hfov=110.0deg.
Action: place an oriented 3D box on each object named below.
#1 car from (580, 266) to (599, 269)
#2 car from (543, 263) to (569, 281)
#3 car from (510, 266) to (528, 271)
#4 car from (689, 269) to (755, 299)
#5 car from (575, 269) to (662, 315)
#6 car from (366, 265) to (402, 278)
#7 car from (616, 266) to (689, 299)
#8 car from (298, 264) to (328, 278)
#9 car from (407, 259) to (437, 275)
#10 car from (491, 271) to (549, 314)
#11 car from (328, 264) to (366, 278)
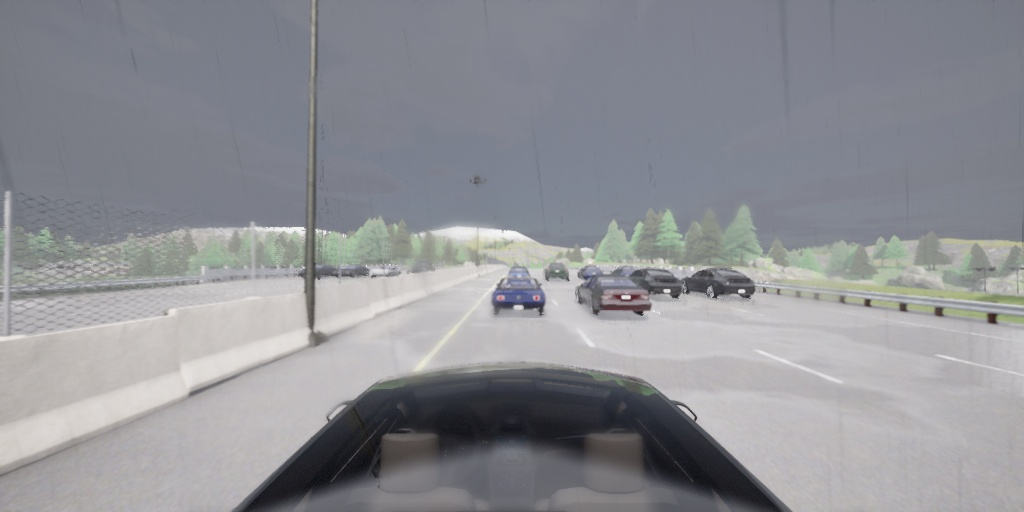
[{"bbox_3d":[7.673,1.633,35.194,1.994,1.385,4.181,0,-1,1],"label":"car"},{"bbox_3d":[4.157,1.409,34.378,2.097,1.767,4.553,0,-1,1],"label":"car"},{"bbox_3d":[0.551,1.552,29.236,2.033,1.411,5.357,0,0,1],"label":"car"},{"bbox_3d":[10.885,1.434,19.344,1.837,1.490,4.892,0,-1,1],"label":"car"},{"bbox_3d":[3.781,1.419,14.206,2.033,1.411,5.357,0,0,1],"label":"car"},{"bbox_3d":[-13.460,1.670,38.545,1.895,1.301,4.718,0,-1,1],"label":"car"},{"bbox_3d":[7.385,1.429,19.384,1.837,1.490,4.892,0,-1,1],"label":"car"},{"bbox_3d":[-20.467,1.604,38.312,2.033,1.411,5.357,0,-1,1],"label":"car"},{"bbox_3d":[-9.941,1.434,39.389,2.097,1.767,4.553,0,-1,1],"label":"car"},{"bbox_3d":[0.280,1.468,14.306,1.895,1.301,4.718,0,-1,1],"label":"car"},{"bbox_3d":[-16.967,1.608,38.258,2.033,1.411,5.357,0,-1,1],"label":"car"}]
